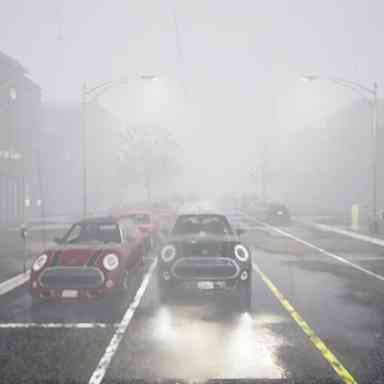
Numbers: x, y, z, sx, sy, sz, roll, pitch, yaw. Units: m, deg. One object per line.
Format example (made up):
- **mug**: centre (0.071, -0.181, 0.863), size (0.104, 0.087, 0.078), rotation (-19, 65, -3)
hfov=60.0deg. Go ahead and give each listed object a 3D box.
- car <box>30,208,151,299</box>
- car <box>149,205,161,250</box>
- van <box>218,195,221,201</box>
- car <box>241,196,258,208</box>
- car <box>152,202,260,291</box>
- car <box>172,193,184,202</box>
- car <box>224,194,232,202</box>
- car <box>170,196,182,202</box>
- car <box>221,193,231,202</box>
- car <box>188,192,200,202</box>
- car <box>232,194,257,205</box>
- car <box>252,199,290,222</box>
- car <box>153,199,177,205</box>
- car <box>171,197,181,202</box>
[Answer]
- **car**: centre (-2.333, 1.403, 8.324), size (1.967, 1.590, 4.097), rotation (-1, 0, 0)
- **car**: centre (-2.331, 1.483, 13.873), size (1.887, 1.381, 4.507), rotation (-1, 0, 0)
- **van**: centre (6.059, 1.083, 58.258), size (1.690, 1.788, 3.998), rotation (-1, 0, 0)
- **car**: centre (6.055, 1.390, 30.687), size (1.752, 1.417, 4.829), rotation (-1, 0, 0)
- **car**: centre (0.264, 1.313, 9.052), size (2.097, 1.767, 4.553), rotation (0, 0, 0)
- **car**: centre (-2.323, 1.081, 52.709), size (2.192, 1.841, 5.009), rotation (-1, 0, 0)
- **car**: centre (6.058, 1.373, 47.163), size (1.802, 1.307, 4.206), rotation (-1, 0, 0)
- **car**: centre (-2.325, 1.422, 36.066), size (1.802, 1.307, 4.206), rotation (-1, 0, 0)
- **car**: centre (6.060, 1.291, 52.881), size (1.752, 1.417, 4.829), rotation (-1, 0, 0)
- **car**: centre (0.375, 0.939, 63.385), size (2.150, 2.045, 5.566), rotation (0, 0, 0)
- **car**: centre (6.053, 1.156, 36.065), size (2.192, 1.841, 5.009), rotation (-1, 0, 0)
- **car**: centre (6.053, 1.456, 24.970), size (1.947, 1.339, 4.313), rotation (-1, 0, 0)
- **car**: centre (-2.327, 1.471, 24.969), size (1.802, 1.307, 4.206), rotation (-1, 0, 0)
- **car**: centre (-2.327, 1.416, 30.517), size (2.008, 1.369, 4.403), rotation (-1, 0, 0)
